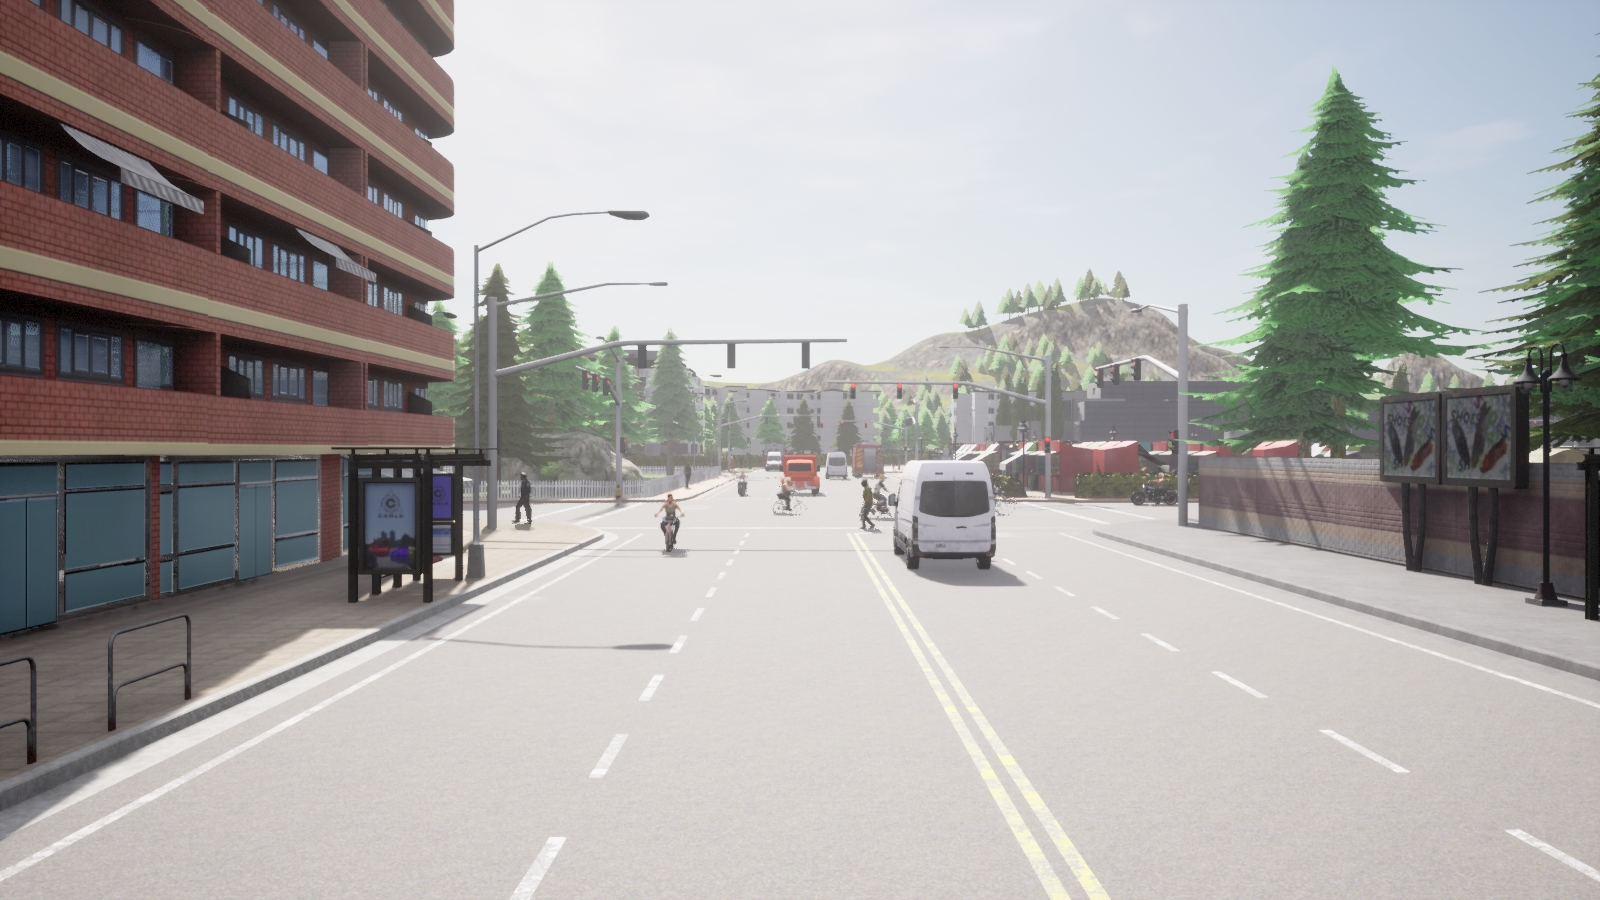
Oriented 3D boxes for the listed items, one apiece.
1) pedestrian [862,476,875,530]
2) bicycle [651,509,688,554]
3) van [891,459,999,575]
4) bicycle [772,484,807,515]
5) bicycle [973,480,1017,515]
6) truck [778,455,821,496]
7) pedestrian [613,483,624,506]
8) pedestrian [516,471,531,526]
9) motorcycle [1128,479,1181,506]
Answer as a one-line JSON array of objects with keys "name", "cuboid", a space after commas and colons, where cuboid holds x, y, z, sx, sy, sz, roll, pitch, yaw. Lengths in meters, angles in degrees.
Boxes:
[{"name": "pedestrian", "cuboid": [2.385, 1.851, 39.798, 0.375, 1.860, 0.375, 0, 0, -8]}, {"name": "bicycle", "cuboid": [-3.583, 2.234, 31.510, 0.859, 1.126, 1.487, 0, 0, -1]}, {"name": "van", "cuboid": [3.505, 1.536, 28.720, 1.988, 2.561, 5.915, 0, 0, 0]}, {"name": "bicycle", "cuboid": [-0.462, 2.142, 49.449, 1.487, 1.276, 0.859, 0, 0, -1]}, {"name": "bicycle", "cuboid": [8.465, 2.053, 49.585, 1.835, 1.471, 0.329, 0, 0, -1]}, {"name": "truck", "cuboid": [-0.006, 1.572, 72.542, 2.627, 2.467, 5.204, 0, 0, 0]}, {"name": "pedestrian", "cuboid": [-8.897, 2.178, 55.941, 0.500, 1.100, 0.500, 0, 0, -2]}, {"name": "pedestrian", "cuboid": [-9.505, 1.658, 39.257, 0.375, 1.860, 0.375, 0, 0, 21]}, {"name": "motorcycle", "cuboid": [17.582, 2.102, 56.689, 2.356, 1.307, 0.764, 0, 0, 0]}]
